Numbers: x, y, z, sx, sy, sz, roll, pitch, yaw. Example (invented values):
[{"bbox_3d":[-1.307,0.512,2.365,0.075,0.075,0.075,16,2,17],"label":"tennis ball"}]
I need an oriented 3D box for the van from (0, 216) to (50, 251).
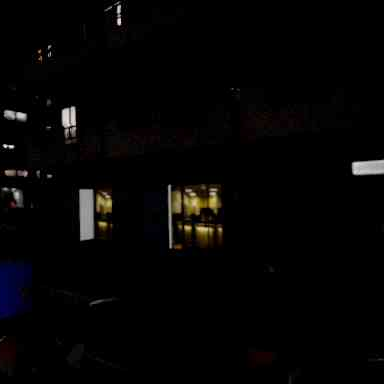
[{"bbox_3d":[-4.570,1.409,6.113,3.998,1.788,1.690,-1,-1,36],"label":"van"}]

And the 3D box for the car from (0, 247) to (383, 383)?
[{"bbox_3d":[-0.072,1.456,2.907,4.097,1.590,1.967,-1,-1,36],"label":"car"}]

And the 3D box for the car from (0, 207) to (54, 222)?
[{"bbox_3d":[-12.714,1.813,25.262,1.947,1.339,4.313,-2,-2,36],"label":"car"}]
